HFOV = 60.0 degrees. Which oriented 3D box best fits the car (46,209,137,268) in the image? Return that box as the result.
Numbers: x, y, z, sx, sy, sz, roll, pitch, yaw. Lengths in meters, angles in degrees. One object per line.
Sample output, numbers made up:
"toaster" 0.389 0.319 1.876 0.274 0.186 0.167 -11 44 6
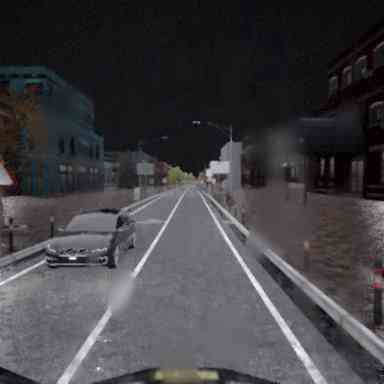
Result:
"car" -3.001 1.360 10.793 1.837 1.490 4.892 0 1 0
